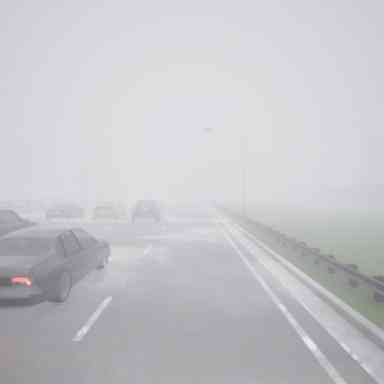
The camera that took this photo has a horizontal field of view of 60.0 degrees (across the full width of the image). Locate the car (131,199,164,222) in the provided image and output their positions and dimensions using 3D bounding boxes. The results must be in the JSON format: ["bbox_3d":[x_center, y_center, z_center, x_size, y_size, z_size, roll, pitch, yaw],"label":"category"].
[{"bbox_3d":[-3.435,1.341,26.501,2.097,1.767,4.553,0,0,0],"label":"car"}]

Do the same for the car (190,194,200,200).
[{"bbox_3d":[1.218,1.446,89.999,1.882,1.535,5.008,0,0,0],"label":"car"}]

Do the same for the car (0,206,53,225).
[{"bbox_3d":[-6.933,1.346,11.489,2.097,1.767,4.553,0,0,0],"label":"car"}]

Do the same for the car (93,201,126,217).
[{"bbox_3d":[-6.924,1.467,28.352,1.882,1.535,5.008,0,0,0],"label":"car"}]

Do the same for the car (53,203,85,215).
[{"bbox_3d":[-10.427,1.553,27.612,1.994,1.385,4.181,0,0,0],"label":"car"}]

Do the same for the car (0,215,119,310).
[{"bbox_3d":[-3.456,1.544,8.082,2.033,1.411,5.357,0,0,1],"label":"car"}]
